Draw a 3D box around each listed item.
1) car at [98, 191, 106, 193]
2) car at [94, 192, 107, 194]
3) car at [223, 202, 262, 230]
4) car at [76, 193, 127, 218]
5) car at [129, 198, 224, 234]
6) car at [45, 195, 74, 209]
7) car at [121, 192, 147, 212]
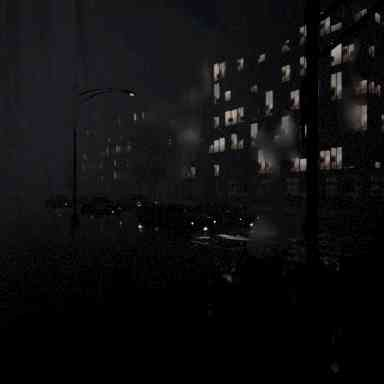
[{"bbox_3d":[-14.018,0.639,50.355,1.812,1.442,4.674,0,1,-38],"label":"car"},{"bbox_3d":[-10.780,0.976,35.378,1.895,1.301,4.718,0,1,-38],"label":"car"},{"bbox_3d":[1.603,1.289,19.683,2.033,1.411,5.357,0,1,-36],"label":"car"},{"bbox_3d":[-7.015,1.092,25.312,1.812,1.442,4.674,0,1,-38],"label":"car"},{"bbox_3d":[-1.003,1.292,17.685,2.033,1.411,5.357,0,1,-38],"label":"car"},{"bbox_3d":[-13.213,0.947,33.213,1.994,1.385,4.181,0,1,-38],"label":"car"},{"bbox_3d":[-4.585,0.911,27.486,2.097,1.767,4.553,0,1,-38],"label":"car"}]
